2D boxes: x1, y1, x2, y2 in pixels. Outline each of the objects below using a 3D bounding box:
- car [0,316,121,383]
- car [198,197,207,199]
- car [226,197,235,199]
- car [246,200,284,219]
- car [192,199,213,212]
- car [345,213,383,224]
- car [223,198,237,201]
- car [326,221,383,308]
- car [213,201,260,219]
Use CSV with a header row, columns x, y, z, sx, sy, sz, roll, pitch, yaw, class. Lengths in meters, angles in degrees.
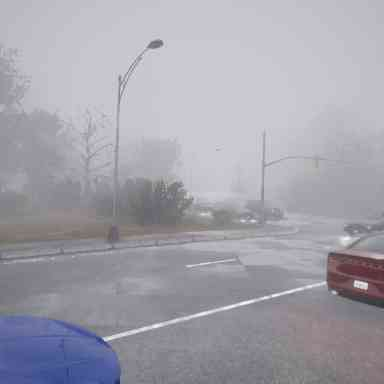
x,y,z,sx,sy,sz,roll,pitch,yaw,class
-2.813,1.478,1.735,5.008,1.535,1.882,0,0,-36,car
1.870,1.721,56.906,1.837,1.490,4.892,2,2,-13,car
7.444,1.727,65.382,2.033,1.411,5.357,2,2,-9,car
7.986,1.932,37.704,2.150,2.045,5.566,3,-1,-22,car
1.424,2.022,45.274,1.895,1.301,4.718,3,0,-18,car
11.740,2.048,21.016,5.357,1.411,2.033,3,-2,-36,car
4.530,2.054,47.119,1.837,1.490,4.892,3,1,-17,car
5.041,1.556,7.383,5.008,1.535,1.882,1,-1,-35,car
4.736,2.108,36.316,2.033,1.411,5.357,3,-1,-23,car
